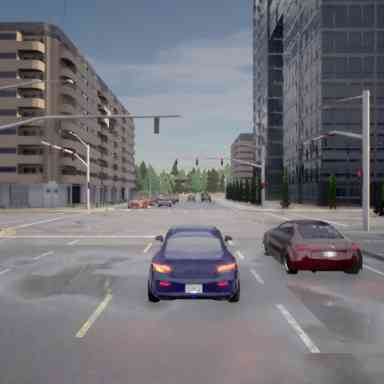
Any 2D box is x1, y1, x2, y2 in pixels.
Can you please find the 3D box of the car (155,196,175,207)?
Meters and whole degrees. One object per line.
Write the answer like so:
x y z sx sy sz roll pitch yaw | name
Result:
-4.009 1.599 50.032 1.895 1.301 4.718 0 0 0 | car

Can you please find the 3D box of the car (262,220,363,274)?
3.552 1.564 10.538 1.994 1.385 4.181 0 0 0 | car

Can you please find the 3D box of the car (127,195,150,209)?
-7.486 1.350 45.631 2.097 1.767 4.553 0 0 0 | car

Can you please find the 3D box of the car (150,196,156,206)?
-7.492 1.350 54.240 2.097 1.767 4.553 0 0 0 | car

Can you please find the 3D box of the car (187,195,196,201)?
-0.074 1.522 87.816 2.128 1.511 4.902 0 0 1 | car

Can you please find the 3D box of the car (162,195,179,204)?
-3.932 1.599 60.085 1.895 1.301 4.718 0 0 1 | car

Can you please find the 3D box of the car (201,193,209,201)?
3.427 1.222 87.844 2.150 2.045 5.566 0 0 1 | car

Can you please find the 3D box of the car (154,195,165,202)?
-7.208 1.468 74.962 1.882 1.535 5.008 0 0 1 | car

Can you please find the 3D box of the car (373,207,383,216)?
19.447 1.655 30.726 4.718 1.301 1.895 0 0 0 | car

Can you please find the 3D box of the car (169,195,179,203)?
-3.755 1.475 70.435 1.882 1.535 5.008 0 0 1 | car

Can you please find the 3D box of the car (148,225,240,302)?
0.044 1.525 8.114 1.812 1.442 4.674 0 0 0 | car

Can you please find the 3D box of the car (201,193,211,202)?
3.321 1.353 77.681 2.097 1.767 4.553 0 0 1 | car

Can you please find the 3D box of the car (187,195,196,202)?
-0.180 1.537 77.472 2.033 1.411 5.357 0 0 1 | car
